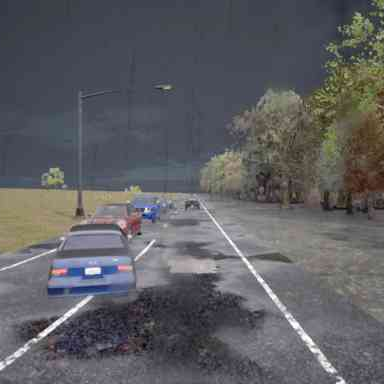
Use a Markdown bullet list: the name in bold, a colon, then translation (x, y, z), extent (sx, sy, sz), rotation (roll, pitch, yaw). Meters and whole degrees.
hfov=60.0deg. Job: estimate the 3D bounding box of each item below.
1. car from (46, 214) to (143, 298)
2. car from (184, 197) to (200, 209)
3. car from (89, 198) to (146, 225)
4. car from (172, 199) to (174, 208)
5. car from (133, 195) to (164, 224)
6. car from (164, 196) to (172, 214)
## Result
- **car**: translation (-2.529, 1.548, 8.761), extent (2.033, 1.411, 5.357), rotation (0, 0, -15)
- **car**: translation (0.041, 1.497, 44.085), extent (1.837, 1.490, 4.892), rotation (0, 0, 0)
- **car**: translation (-3.678, 1.352, 15.635), extent (2.097, 1.767, 4.553), rotation (0, 0, 1)
- **car**: translation (-3.610, 1.344, 45.312), extent (2.097, 1.767, 4.553), rotation (0, 0, 0)
- **car**: translation (-3.614, 1.221, 25.300), extent (2.150, 2.045, 5.566), rotation (0, 0, -1)
- **car**: translation (-3.608, 1.349, 35.305), extent (2.097, 1.767, 4.553), rotation (0, 0, 0)
